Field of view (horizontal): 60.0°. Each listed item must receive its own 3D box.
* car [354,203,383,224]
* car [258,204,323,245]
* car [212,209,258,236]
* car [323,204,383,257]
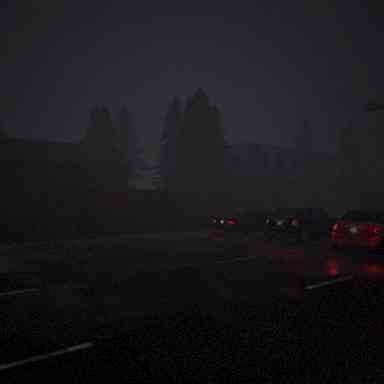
[{"bbox_3d":[16.115,1.771,28.274,4.902,1.511,2.128,1,0,-35],"label":"car"},{"bbox_3d":[5.774,1.484,16.592,4.553,1.767,2.097,1,-1,-35],"label":"car"},{"bbox_3d":[3.661,1.681,19.385,5.357,1.411,2.033,1,0,-35],"label":"car"},{"bbox_3d":[7.807,1.485,13.742,4.553,1.767,2.097,1,-1,-35],"label":"car"}]
